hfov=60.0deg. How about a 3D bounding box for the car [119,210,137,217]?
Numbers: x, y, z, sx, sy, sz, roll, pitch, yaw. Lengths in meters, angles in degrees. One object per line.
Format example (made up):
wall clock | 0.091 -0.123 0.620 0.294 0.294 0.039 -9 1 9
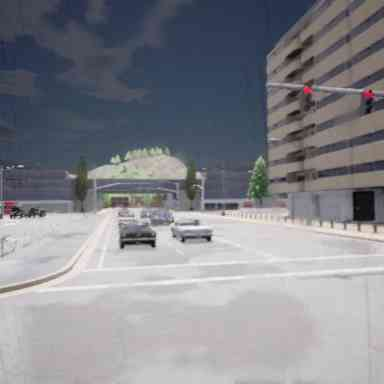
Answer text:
car | -6.674 2.882 34.591 1.895 1.301 4.718 0 -2 -13

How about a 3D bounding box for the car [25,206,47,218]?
car | -25.570 3.325 55.129 1.932 1.855 4.605 0 -2 -12

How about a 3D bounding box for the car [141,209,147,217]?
car | -7.049 3.423 52.730 2.128 1.511 4.902 0 -2 -13

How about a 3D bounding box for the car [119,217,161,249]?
car | -3.097 2.303 18.600 1.895 1.301 4.718 0 -2 -13

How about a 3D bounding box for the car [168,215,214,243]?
car | -0.079 2.359 21.142 1.895 1.301 4.718 0 -2 -13

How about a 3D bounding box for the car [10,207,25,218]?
car | -28.408 3.337 54.560 1.905 1.878 3.866 0 -2 -12

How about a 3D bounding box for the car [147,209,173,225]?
car | -3.130 2.605 34.794 2.097 1.767 4.553 0 -2 -13
